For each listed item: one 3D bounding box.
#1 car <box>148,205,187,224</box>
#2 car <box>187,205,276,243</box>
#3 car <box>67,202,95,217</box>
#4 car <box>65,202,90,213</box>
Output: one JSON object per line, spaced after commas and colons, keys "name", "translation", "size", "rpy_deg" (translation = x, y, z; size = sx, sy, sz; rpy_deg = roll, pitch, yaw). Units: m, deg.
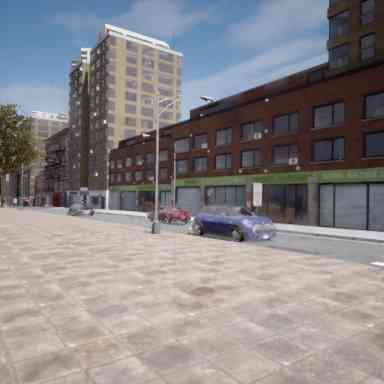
{"name": "car", "translation": [-1.970, 1.835, 27.579], "size": [1.812, 1.442, 4.674], "rpy_deg": [1, -2, -35]}
{"name": "car", "translation": [2.041, 1.456, 16.813], "size": [2.097, 1.767, 4.553], "rpy_deg": [1, -1, -35]}
{"name": "car", "translation": [-12.601, 2.009, 37.542], "size": [1.812, 1.442, 4.674], "rpy_deg": [1, -2, -35]}
{"name": "car", "translation": [-16.801, 2.232, 48.528], "size": [2.128, 1.511, 4.902], "rpy_deg": [1, -2, -35]}
